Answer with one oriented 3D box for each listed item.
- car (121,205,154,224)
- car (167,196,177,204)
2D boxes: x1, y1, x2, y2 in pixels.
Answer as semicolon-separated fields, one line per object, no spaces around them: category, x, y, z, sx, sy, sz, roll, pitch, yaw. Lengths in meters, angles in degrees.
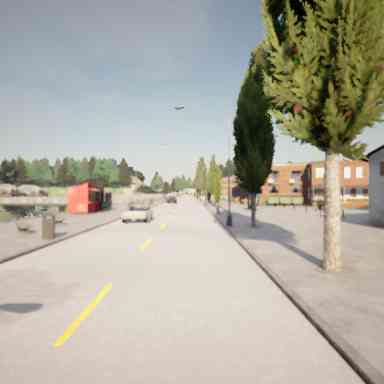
car;-4.100;1.644;25.478;1.895;1.301;4.718;0;0;0
car;-4.011;1.584;66.981;1.882;1.535;5.008;0;0;0
